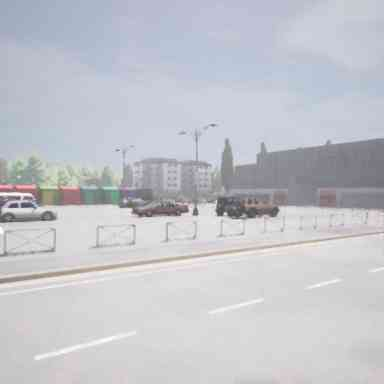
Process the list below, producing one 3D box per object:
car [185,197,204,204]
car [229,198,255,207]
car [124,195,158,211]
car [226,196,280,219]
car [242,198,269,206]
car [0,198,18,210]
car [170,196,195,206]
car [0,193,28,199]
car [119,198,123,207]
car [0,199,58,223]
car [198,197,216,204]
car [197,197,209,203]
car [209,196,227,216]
[{"bbox_3d":[0.587,1.825,75.187,1.837,1.490,4.892,1,0,-34],"label":"car"},{"bbox_3d":[9.286,1.896,62.219,2.128,1.511,4.902,1,0,-34],"label":"car"},{"bbox_3d":[-7.356,1.357,47.844,3.866,1.878,1.905,1,0,-35],"label":"car"},{"bbox_3d":[5.646,1.353,29.458,4.605,1.855,1.932,1,0,-35],"label":"car"},{"bbox_3d":[12.193,1.929,64.168,2.128,1.511,4.902,1,0,-34],"label":"car"},{"bbox_3d":[-23.264,1.403,40.100,3.905,1.438,1.784,1,0,-35],"label":"car"},{"bbox_3d":[-1.863,1.520,66.277,1.812,1.442,4.674,1,0,-34],"label":"car"},{"bbox_3d":[-21.640,1.192,37.700,4.605,1.855,1.932,1,0,-35],"label":"car"},{"bbox_3d":[-9.022,1.597,50.211,3.806,1.475,1.970,1,0,-35],"label":"car"},{"bbox_3d":[-11.801,1.434,23.962,3.806,1.475,1.970,1,0,-35],"label":"car"},{"bbox_3d":[3.493,1.910,77.137,1.994,1.385,4.181,1,0,-34],"label":"car"},{"bbox_3d":[1.043,1.568,68.226,2.033,1.411,5.357,1,0,-34],"label":"car"},{"bbox_3d":[4.017,1.357,31.852,3.866,1.878,1.905,1,0,-35],"label":"car"}]
